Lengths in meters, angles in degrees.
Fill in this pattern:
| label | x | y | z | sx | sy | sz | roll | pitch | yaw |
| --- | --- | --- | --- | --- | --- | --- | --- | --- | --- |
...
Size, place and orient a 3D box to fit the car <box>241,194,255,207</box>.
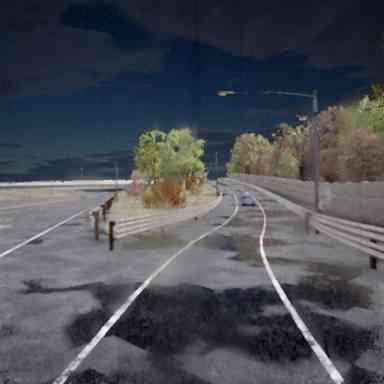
| label | x | y | z | sx | sy | sz | roll | pitch | yaw |
| --- | --- | --- | --- | --- | --- | --- | --- | --- | --- |
| car | 9.013 | 1.528 | 53.241 | 1.994 | 1.385 | 4.181 | -1 | 2 | 8 |
